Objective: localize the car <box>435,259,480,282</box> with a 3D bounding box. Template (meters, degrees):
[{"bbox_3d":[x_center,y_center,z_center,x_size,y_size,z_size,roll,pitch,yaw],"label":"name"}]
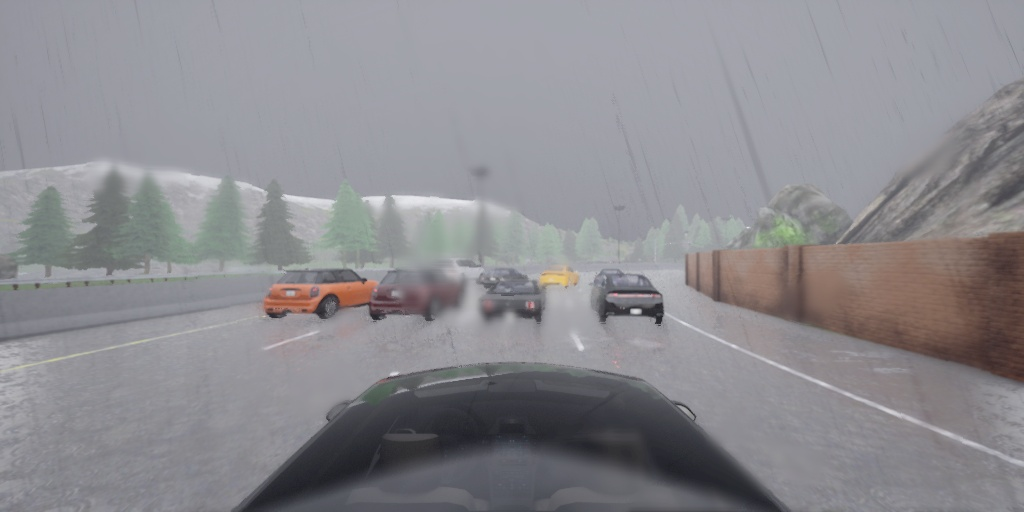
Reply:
[{"bbox_3d":[-3.760,1.214,26.112,2.150,2.045,5.566,0,0,19],"label":"car"}]

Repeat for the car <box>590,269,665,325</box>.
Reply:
[{"bbox_3d":[3.810,1.348,12.353,2.128,1.511,4.902,0,0,9],"label":"car"}]

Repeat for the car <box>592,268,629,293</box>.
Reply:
[{"bbox_3d":[6.592,1.532,23.785,1.994,1.385,4.181,0,-1,21],"label":"car"}]

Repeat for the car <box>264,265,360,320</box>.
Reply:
[{"bbox_3d":[-6.652,1.215,13.367,2.097,1.767,4.553,0,-1,8],"label":"car"}]

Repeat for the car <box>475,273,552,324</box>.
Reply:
[{"bbox_3d":[0.272,1.457,12.464,1.895,1.301,4.718,0,-1,8],"label":"car"}]

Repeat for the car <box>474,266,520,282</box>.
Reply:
[{"bbox_3d":[-0.446,1.526,24.985,2.033,1.411,5.357,0,-1,19],"label":"car"}]

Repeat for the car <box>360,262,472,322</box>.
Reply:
[{"bbox_3d":[-3.165,1.212,13.002,2.097,1.767,4.553,0,-1,8],"label":"car"}]

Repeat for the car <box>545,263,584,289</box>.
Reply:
[{"bbox_3d":[3.537,1.462,25.553,1.882,1.535,5.008,0,0,21],"label":"car"}]
